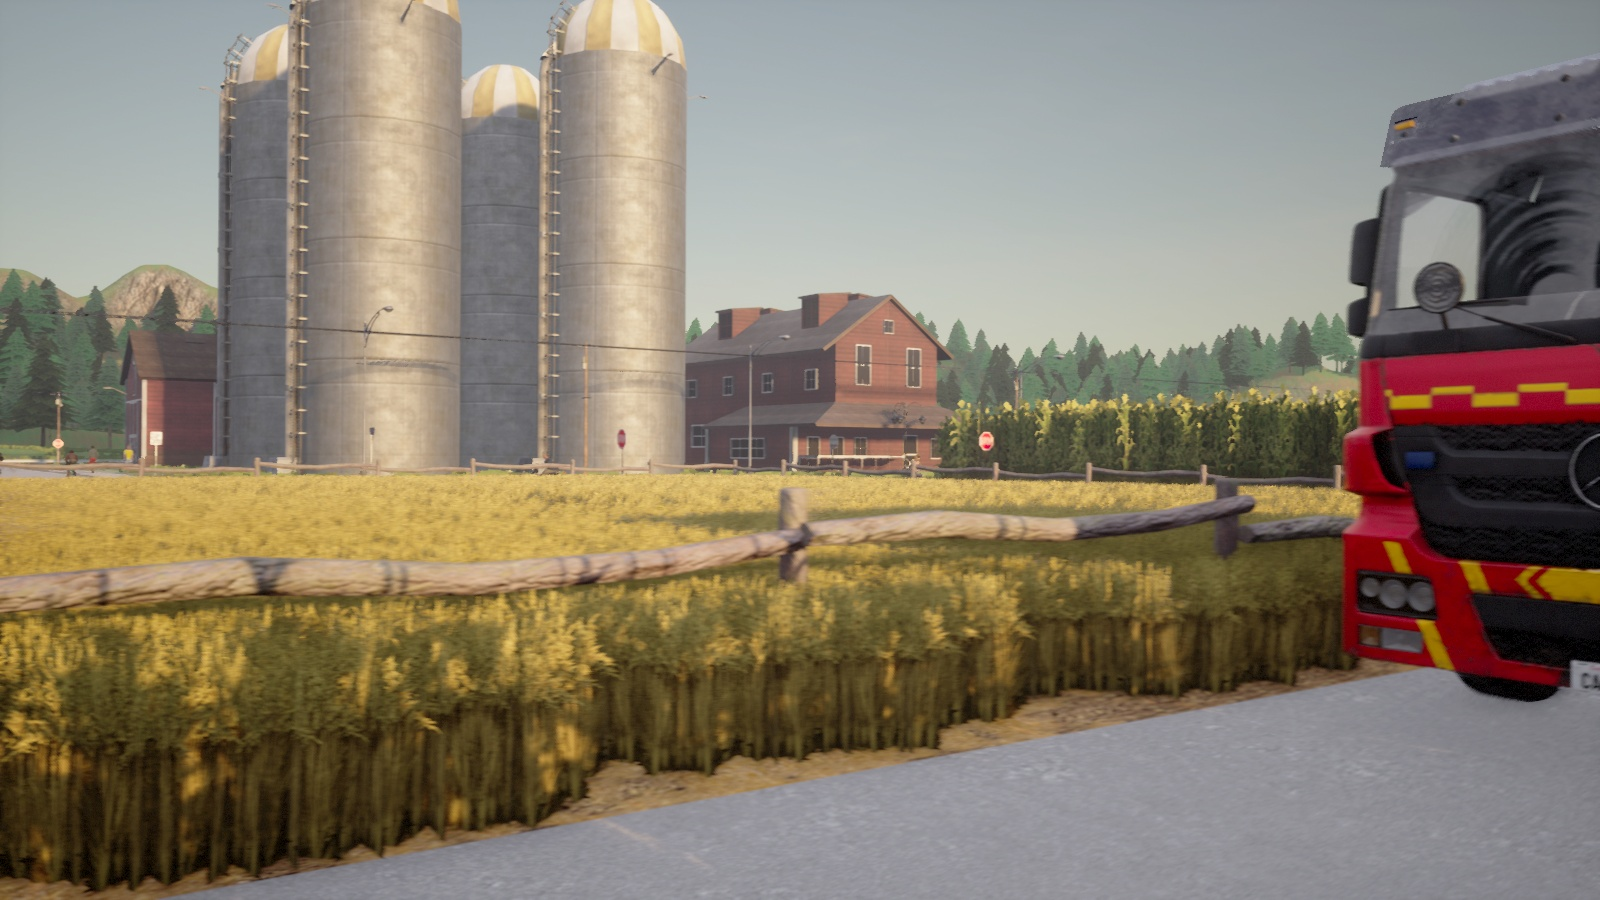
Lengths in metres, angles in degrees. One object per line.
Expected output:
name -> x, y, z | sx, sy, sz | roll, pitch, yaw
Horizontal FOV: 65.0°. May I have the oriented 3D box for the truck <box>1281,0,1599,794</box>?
truck -> 6.888, -0.438, 7.957 | 8.468, 3.827, 2.891 | 0, 0, -35
